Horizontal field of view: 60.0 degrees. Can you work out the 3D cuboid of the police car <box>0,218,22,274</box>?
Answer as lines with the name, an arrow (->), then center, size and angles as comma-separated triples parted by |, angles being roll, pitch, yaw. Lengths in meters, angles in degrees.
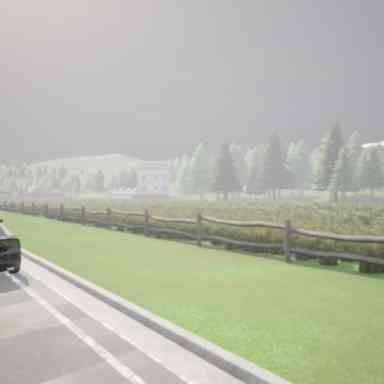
police car -> -6.646, 1.485, 10.035 | 1.930, 1.638, 5.238 | 0, 0, -40
